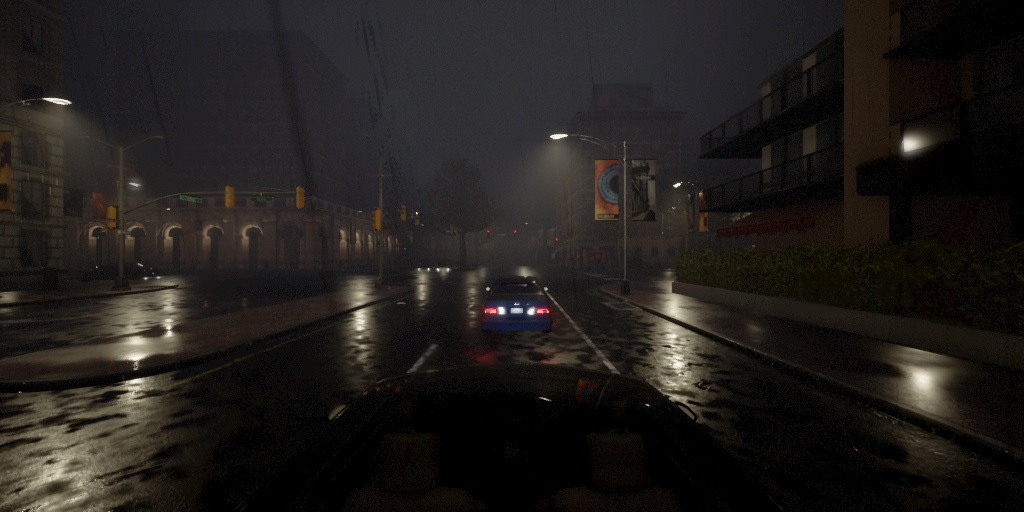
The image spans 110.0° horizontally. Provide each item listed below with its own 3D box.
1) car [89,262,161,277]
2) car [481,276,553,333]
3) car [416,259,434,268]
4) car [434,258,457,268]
[{"bbox_3d":[-37.191,1.297,34.525,5.357,1.411,2.033,0,0,0],"label":"car"},{"bbox_3d":[0.145,1.297,10.705,2.033,1.411,5.357,0,0,1],"label":"car"},{"bbox_3d":[-14.527,1.228,61.723,1.882,1.535,5.008,0,0,1],"label":"car"},{"bbox_3d":[-11.060,1.102,59.654,2.097,1.767,4.553,0,0,1],"label":"car"}]
